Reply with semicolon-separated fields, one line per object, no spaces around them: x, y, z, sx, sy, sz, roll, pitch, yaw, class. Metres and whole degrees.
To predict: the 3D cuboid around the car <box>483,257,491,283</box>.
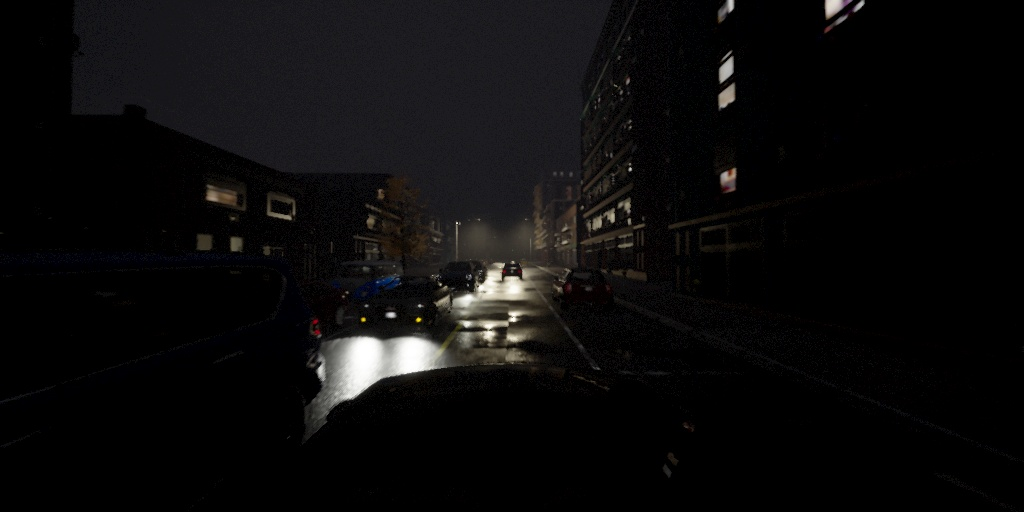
-2.998;1.145;27.225;2.097;1.767;4.553;0;0;0;car

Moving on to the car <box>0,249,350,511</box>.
-3.089;0.972;1.576;2.150;2.045;5.566;0;0;0;car

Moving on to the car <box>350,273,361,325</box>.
-5.689;1.296;8.819;1.888;1.381;4.507;0;0;0;car

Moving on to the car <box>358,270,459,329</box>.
-3.073;1.315;11.139;1.994;1.385;4.181;0;0;1;car

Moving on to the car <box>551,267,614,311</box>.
2.693;1.191;14.567;1.967;1.591;4.097;0;0;0;car

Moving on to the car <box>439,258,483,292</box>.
-3.078;1.103;20.970;2.097;1.767;4.553;0;0;0;car

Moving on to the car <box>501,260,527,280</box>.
0.007;1.300;31.119;2.033;1.411;5.357;0;0;0;car

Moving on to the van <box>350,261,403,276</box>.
-5.688;1.092;14.507;1.690;1.789;3.998;0;0;0;van
